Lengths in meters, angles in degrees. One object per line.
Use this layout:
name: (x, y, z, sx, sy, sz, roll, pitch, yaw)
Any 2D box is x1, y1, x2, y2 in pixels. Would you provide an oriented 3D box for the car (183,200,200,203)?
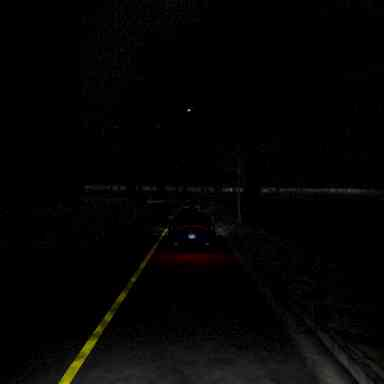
car: (-0.044, 1.455, 29.657, 2.128, 1.511, 4.902, 0, 0, 0)

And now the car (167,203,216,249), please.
car: (-0.010, 1.482, 14.656, 1.882, 1.535, 5.008, 0, 0, 0)

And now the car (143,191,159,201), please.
car: (-9.290, 0.900, 73.396, 2.150, 2.045, 5.566, -1, 1, -31)
